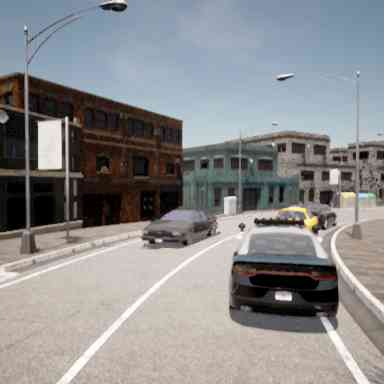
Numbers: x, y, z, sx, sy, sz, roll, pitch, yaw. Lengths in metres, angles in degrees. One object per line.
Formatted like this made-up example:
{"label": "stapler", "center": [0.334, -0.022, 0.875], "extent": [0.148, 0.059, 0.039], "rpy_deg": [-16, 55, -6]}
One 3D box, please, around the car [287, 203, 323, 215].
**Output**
{"label": "car", "center": [5.186, 1.440, 16.559], "extent": [1.801, 1.575, 5.366], "rpy_deg": [1, 0, 26]}

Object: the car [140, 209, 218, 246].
{"label": "car", "center": [-0.313, 1.495, 15.383], "extent": [2.033, 1.411, 5.357], "rpy_deg": [0, 0, 22]}

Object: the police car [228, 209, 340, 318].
{"label": "police car", "center": [2.003, 1.414, 7.706], "extent": [1.930, 1.638, 5.238], "rpy_deg": [0, 0, 13]}

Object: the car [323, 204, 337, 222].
{"label": "car", "center": [7.923, 1.497, 21.233], "extent": [1.837, 1.490, 4.892], "rpy_deg": [1, 0, 34]}
